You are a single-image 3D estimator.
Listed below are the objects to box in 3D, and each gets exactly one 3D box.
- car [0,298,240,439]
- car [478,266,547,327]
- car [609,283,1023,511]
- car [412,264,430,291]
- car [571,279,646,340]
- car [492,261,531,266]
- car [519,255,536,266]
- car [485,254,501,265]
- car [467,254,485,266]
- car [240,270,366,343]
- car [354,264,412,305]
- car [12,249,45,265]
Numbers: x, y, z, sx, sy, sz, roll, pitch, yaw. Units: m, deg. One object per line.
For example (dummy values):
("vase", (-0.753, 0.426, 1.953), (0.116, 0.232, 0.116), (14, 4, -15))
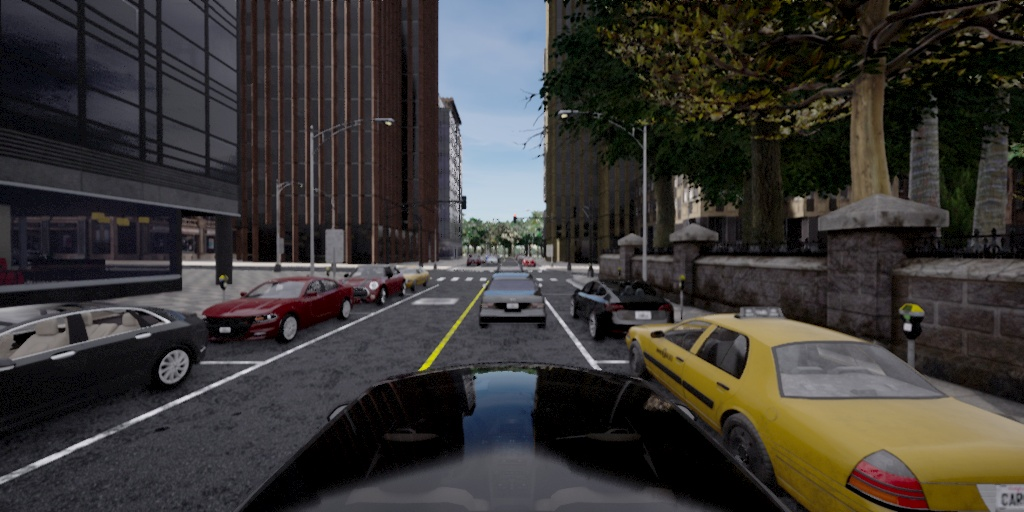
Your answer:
("car", (-5.776, 1.281, 4.035), (2.007, 1.370, 4.403), (0, 0, 0))
("car", (0.014, 1.221, 11.102), (2.033, 1.411, 5.357), (0, 0, 0))
("car", (2.748, 1.256, 4.258), (1.751, 1.417, 4.829), (0, 0, 0))
("car", (-5.872, 1.123, 20.235), (1.751, 1.417, 4.829), (0, 0, 0))
("car", (2.716, 1.252, 9.545), (1.948, 1.339, 4.313), (0, 0, 0))
("car", (-0.115, 1.193, 21.141), (1.895, 1.301, 4.718), (0, 0, 0))
("car", (2.461, 0.785, 52.425), (1.967, 1.591, 4.097), (0, 0, 0))
("car", (-3.409, 0.796, 61.988), (1.812, 1.442, 4.674), (0, 0, 0))
("car", (-6.096, 0.617, 57.811), (2.192, 1.841, 5.009), (0, 0, 0))
("car", (-5.809, 1.231, 9.492), (1.888, 1.381, 4.507), (0, 0, 0))
("car", (-5.841, 1.081, 14.949), (1.967, 1.591, 4.097), (0, 0, 0))
("car", (-48.424, 0.068, 34.688), (4.902, 1.511, 2.128), (1, 0, 0))
